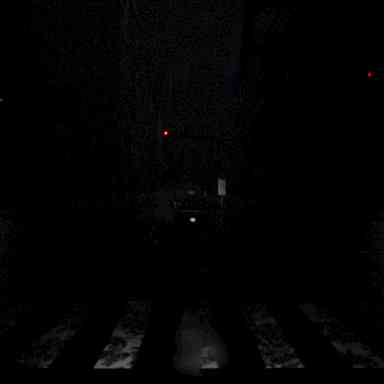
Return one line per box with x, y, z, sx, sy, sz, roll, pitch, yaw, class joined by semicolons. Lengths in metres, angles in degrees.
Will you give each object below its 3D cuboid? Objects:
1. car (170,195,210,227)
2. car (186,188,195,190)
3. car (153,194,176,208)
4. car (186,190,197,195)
0.051;1.177;20.033;2.128;1.511;4.902;1;2;0;car
-0.092;0.227;73.477;2.150;2.045;5.566;0;1;0;car
-3.170;1.030;37.772;1.812;1.442;4.674;0;1;0;car
-0.087;0.770;63.483;1.895;1.301;4.718;0;1;0;car
